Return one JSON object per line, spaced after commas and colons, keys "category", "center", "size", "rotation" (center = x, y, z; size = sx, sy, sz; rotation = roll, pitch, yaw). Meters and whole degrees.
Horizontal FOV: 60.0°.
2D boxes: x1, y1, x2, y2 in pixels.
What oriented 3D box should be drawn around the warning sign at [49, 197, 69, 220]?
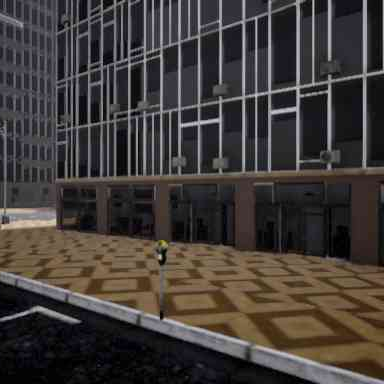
{"category": "warning sign", "center": [-11.649, 1.429, 29.083], "size": [1.300, 1.860, 1.060], "rotation": [1, 1, 33]}
